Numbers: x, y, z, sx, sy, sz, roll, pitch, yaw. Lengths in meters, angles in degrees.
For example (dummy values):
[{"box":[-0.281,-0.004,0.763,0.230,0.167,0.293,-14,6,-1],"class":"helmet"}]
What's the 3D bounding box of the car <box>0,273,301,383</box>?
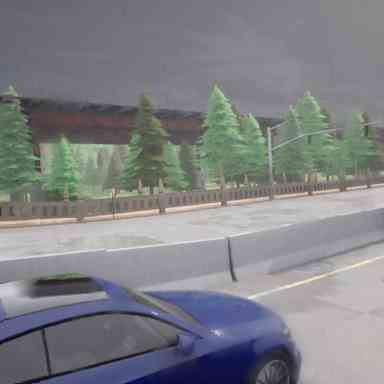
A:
[{"box":[-1.012,1.523,3.031,4.674,1.442,1.812,0,0,-35],"class":"car"}]
